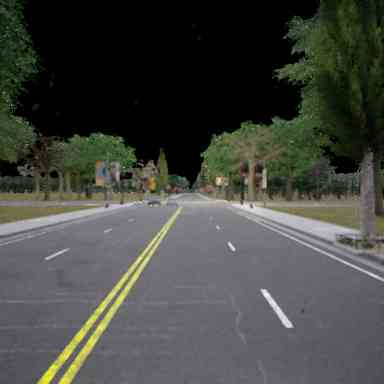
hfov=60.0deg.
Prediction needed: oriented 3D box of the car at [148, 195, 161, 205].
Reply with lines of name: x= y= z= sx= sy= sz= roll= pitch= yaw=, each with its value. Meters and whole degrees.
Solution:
car: x=-6.467 y=1.382 z=57.625 sx=2.097 sy=1.767 sz=4.553 roll=0 pitch=0 yaw=-6

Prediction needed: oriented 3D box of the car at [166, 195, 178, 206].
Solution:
car: x=-3.222 y=1.630 z=53.995 sx=1.895 sy=1.301 sz=4.718 roll=0 pitch=0 yaw=-2
